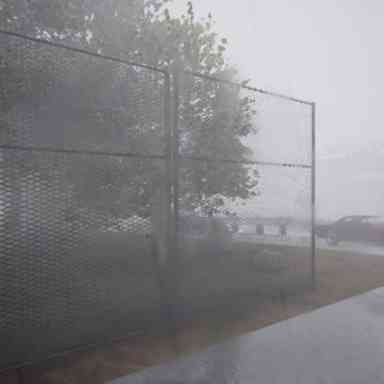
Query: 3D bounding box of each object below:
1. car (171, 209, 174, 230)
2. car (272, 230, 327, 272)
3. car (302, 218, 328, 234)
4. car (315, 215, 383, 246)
[{"bbox_3d":[-0.762,2.326,27.320,2.150,2.045,5.566,-1,-3,-34],"label":"car"},{"bbox_3d":[8.515,4.405,25.892,2.435,2.045,5.566,0,1,36],"label":"car"},{"bbox_3d":[16.439,4.445,44.259,1.946,1.575,5.366,0,0,36],"label":"car"},{"bbox_3d":[7.804,1.686,14.421,1.895,1.301,4.718,-1,-2,-33],"label":"car"}]
